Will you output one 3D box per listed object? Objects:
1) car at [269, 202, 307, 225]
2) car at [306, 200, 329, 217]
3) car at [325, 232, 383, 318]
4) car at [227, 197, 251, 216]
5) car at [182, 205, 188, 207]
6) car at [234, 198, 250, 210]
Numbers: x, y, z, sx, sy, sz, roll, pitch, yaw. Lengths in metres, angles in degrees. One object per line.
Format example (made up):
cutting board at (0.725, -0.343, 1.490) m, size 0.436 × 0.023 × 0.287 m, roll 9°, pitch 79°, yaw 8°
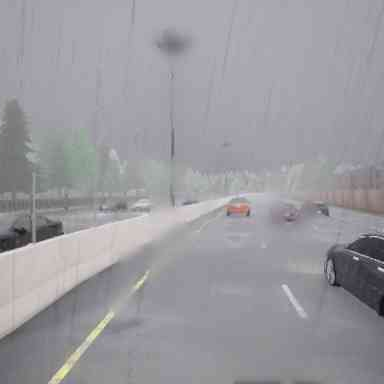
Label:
car at (6.693, 1.547, 24.118) m, size 2.033 × 1.411 × 5.357 m, roll 0°, pitch 0°, yaw 10°
car at (11.520, 1.503, 31.295) m, size 1.837 × 1.490 × 4.892 m, roll 0°, pitch -1°, yaw 10°
car at (4.058, 1.504, 6.327) m, size 1.837 × 1.490 × 4.892 m, roll 0°, pitch 0°, yaw 5°
car at (4.656, 1.351, 32.776) m, size 2.097 × 1.767 × 4.553 m, roll 0°, pitch 0°, yaw 11°
car at (-0.250, 1.601, 46.289) m, size 1.895 × 1.301 × 4.718 m, roll 0°, pitch 0°, yaw 10°
car at (6.633, 1.564, 44.085) m, size 1.994 × 1.385 × 4.181 m, roll 0°, pitch 0°, yaw 10°
